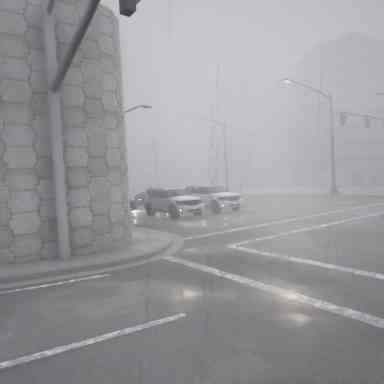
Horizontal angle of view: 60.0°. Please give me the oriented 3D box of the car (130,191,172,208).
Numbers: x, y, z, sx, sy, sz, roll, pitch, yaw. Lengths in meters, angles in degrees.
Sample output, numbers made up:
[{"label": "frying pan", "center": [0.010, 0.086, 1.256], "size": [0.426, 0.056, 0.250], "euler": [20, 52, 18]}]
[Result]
[{"label": "car", "center": [-4.209, 0.698, 33.613], "size": [2.128, 1.511, 4.902], "euler": [-5, 3, -35]}]

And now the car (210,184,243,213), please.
[{"label": "car", "center": [1.399, 0.431, 25.633], "size": [2.150, 2.045, 5.566], "euler": [-5, 3, -35]}]

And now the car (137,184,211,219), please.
[{"label": "car", "center": [-1.448, 0.666, 23.611], "size": [2.150, 2.045, 5.566], "euler": [-5, 3, -35]}]

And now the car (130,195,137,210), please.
[{"label": "car", "center": [-6.861, 1.005, 31.317], "size": [1.994, 1.385, 4.181], "euler": [-5, 3, -35]}]
